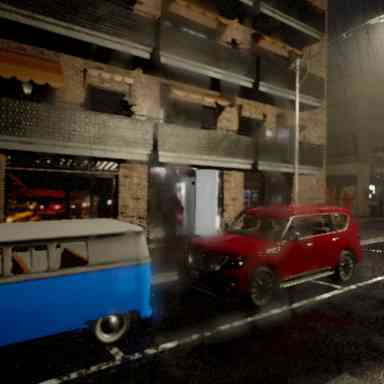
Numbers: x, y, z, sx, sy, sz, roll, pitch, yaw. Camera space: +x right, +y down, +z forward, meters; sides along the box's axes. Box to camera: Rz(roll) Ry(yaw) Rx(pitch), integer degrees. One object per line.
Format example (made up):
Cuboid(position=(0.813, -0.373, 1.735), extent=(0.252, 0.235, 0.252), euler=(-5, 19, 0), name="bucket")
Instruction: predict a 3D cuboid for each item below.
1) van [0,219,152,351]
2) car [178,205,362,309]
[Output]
Cuboid(position=(-2.527, 1.340, 4.734), extent=(3.998, 1.788, 1.690), euler=(0, 1, -35), name="van")
Cuboid(position=(2.111, 1.298, 8.043), extent=(5.009, 1.841, 2.192), euler=(0, 1, -35), name="car")
